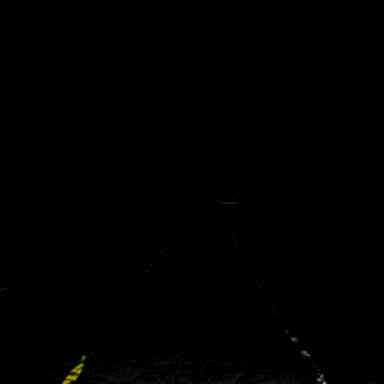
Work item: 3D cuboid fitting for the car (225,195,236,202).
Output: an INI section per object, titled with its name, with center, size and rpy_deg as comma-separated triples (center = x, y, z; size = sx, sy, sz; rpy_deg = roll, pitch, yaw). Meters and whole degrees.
[car]
center = 8.767, 1.371, 75.408
size = 2.097, 1.767, 4.553
rpy_deg = 0, 0, 16

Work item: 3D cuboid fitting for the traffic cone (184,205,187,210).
[traffic cone]
center = -0.828, 1.966, 42.463
size = 0.340, 0.580, 0.340
rpy_deg = 0, 0, 9
